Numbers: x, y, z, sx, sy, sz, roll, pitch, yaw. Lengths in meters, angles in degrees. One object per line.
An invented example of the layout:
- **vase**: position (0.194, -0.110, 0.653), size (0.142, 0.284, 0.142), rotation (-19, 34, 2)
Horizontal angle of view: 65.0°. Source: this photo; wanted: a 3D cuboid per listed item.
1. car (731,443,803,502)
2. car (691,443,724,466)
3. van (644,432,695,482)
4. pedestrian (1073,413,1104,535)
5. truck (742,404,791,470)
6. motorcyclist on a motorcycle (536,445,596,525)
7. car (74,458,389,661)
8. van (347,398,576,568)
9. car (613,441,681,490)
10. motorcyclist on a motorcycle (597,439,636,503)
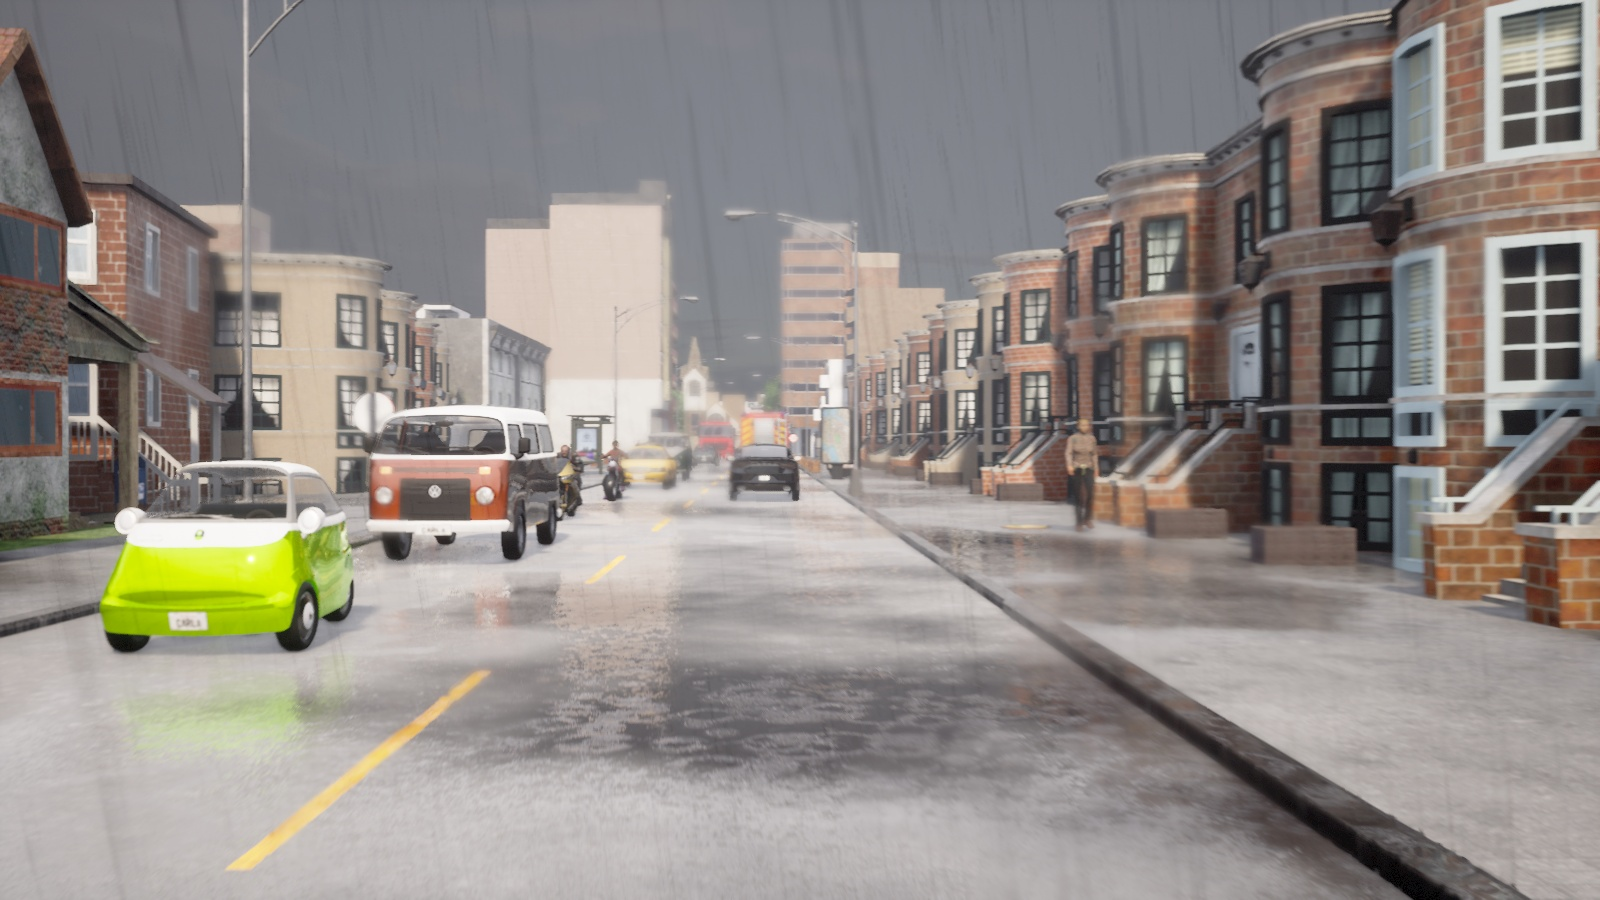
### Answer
- **car**: position (-0.929, 0.565, 35.098), size (1.882, 1.535, 5.008), rotation (0, 0, -2)
- **car**: position (-6.258, 0.306, 85.101), size (2.007, 1.525, 4.514), rotation (0, 0, -2)
- **van**: position (-5.390, 0.260, 52.447), size (1.775, 1.987, 4.442), rotation (0, 0, -2)
- **pedestrian**: position (4.454, 0.365, 19.407), size (0.331, 1.846, 0.634), rotation (0, 0, 0)
- **truck**: position (-2.058, -0.771, 77.743), size (2.891, 3.827, 8.468), rotation (0, 0, -2)
- **motorcyclist on a motorcycle**: position (-4.667, 0.666, 25.189), size (0.866, 1.530, 2.191), rotation (0, 0, -2)
- **car**: position (-4.255, 0.756, 9.715), size (1.481, 1.376, 2.207), rotation (0, 0, -1)
- **van**: position (-4.460, 0.390, 17.318), size (2.069, 2.038, 4.480), rotation (0, 0, -2)
- **car**: position (-5.134, 0.490, 42.812), size (1.801, 1.575, 5.366), rotation (0, 0, -2)
- **motorcyclist on a motorcycle**: position (-4.889, 0.544, 33.556), size (0.766, 1.649, 2.350), rotation (0, 0, -2)
